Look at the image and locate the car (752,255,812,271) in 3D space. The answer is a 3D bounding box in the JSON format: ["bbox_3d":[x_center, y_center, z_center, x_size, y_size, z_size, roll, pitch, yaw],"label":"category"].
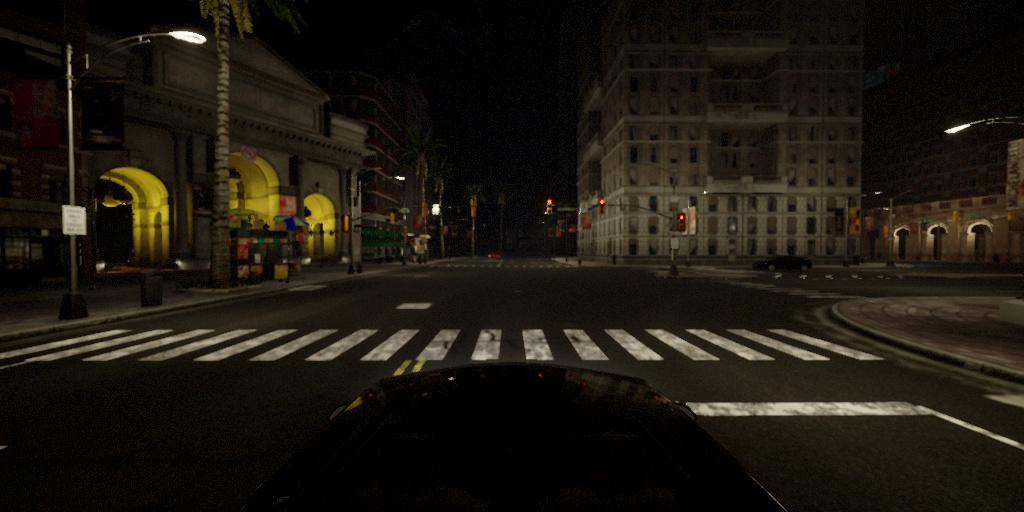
[{"bbox_3d":[25.733,0.657,34.262,5.008,1.535,1.882,0,1,0],"label":"car"}]
